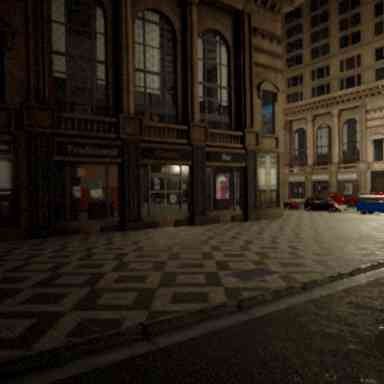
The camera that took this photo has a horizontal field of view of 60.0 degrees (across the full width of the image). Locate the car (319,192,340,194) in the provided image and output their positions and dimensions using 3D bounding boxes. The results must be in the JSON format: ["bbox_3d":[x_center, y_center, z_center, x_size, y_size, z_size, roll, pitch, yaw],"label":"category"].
[{"bbox_3d":[17.374,0.967,43.194,2.192,1.841,5.009,-1,1,-35],"label":"car"}]

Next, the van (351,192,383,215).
[{"bbox_3d":[16.689,1.192,29.382,1.690,1.788,3.998,-1,1,-35],"label":"van"}]

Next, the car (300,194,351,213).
[{"bbox_3d":[13.554,1.284,33.829,1.967,1.590,4.097,-1,1,-35],"label":"car"}]

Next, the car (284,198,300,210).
[{"bbox_3d":[10.418,1.382,38.275,1.887,1.381,4.507,-1,1,-35],"label":"car"}]
